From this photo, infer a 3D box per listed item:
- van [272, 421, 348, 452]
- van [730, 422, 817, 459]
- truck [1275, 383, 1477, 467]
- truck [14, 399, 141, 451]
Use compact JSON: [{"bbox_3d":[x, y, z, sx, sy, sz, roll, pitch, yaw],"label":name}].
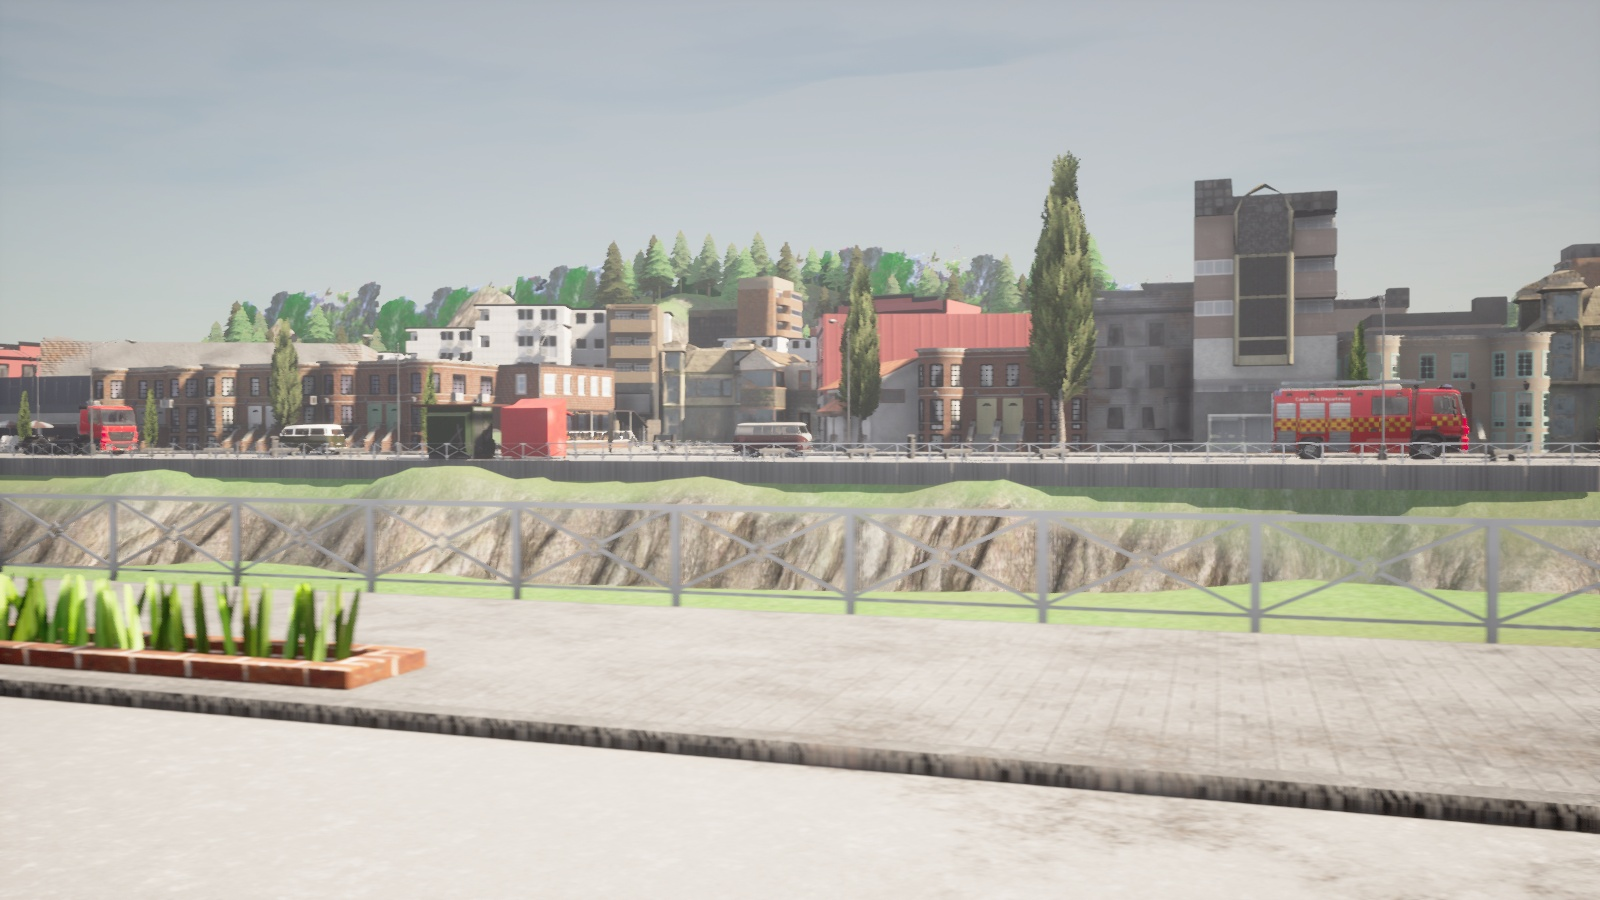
[{"bbox_3d":[-32.806,-0.920,84.065,4.480,2.038,2.069,1,1,19],"label":"van"},{"bbox_3d":[-1.458,-0.536,69.311,4.442,1.987,1.775,1,1,19],"label":"van"},{"bbox_3d":[27.154,-1.192,59.680,8.468,3.827,2.891,1,1,19],"label":"truck"},{"bbox_3d":[-49.069,-1.706,85.303,7.936,3.462,2.891,1,1,19],"label":"truck"}]
